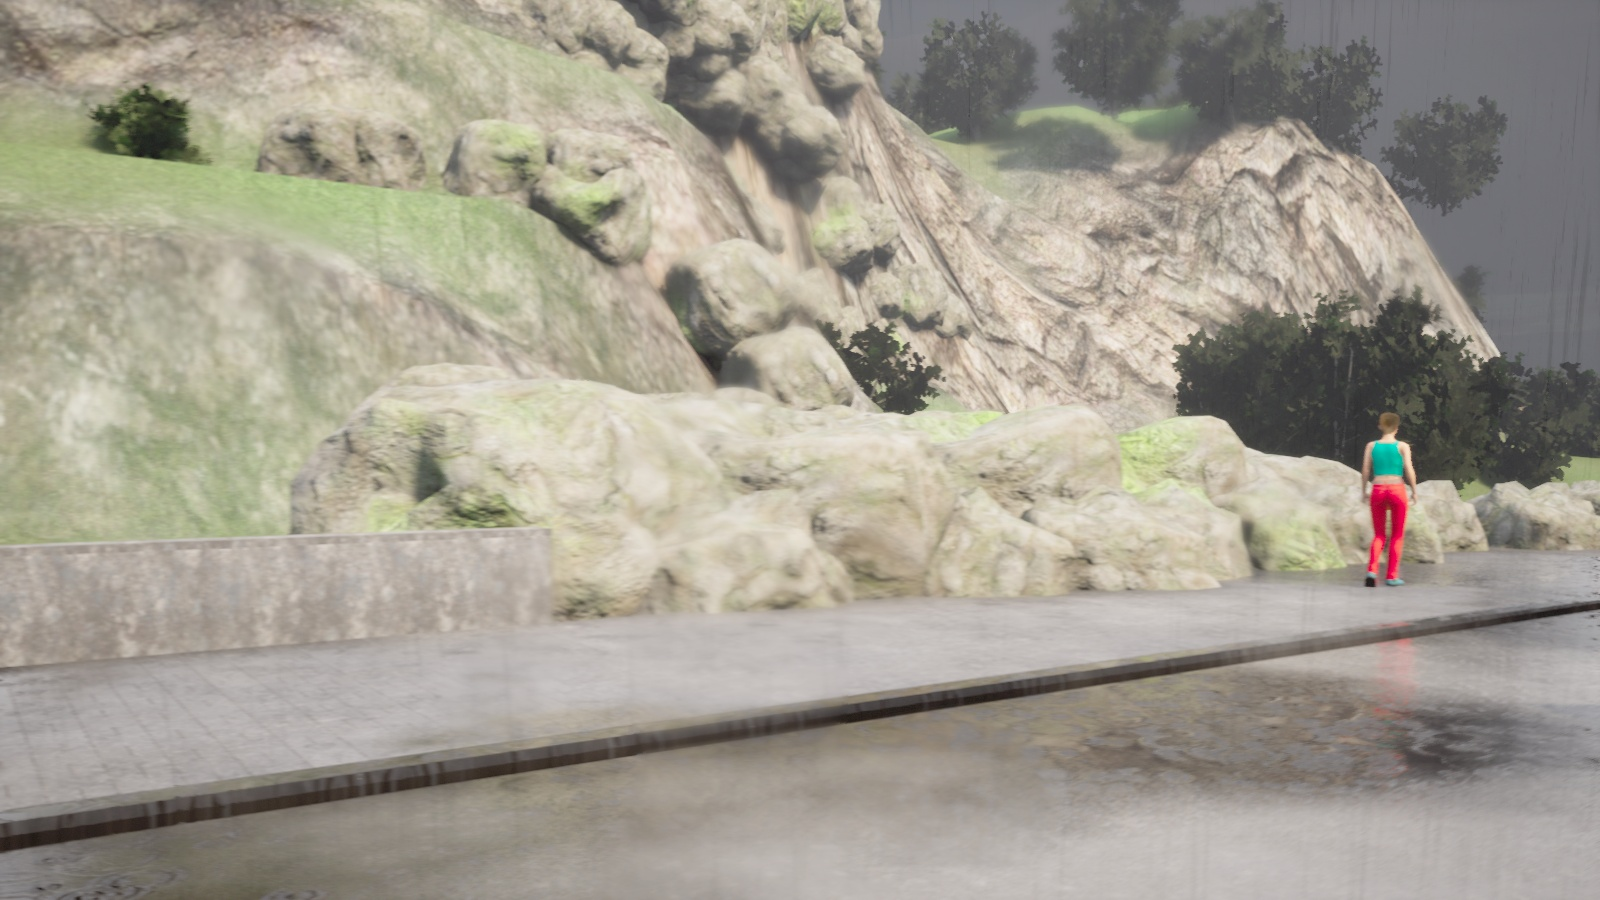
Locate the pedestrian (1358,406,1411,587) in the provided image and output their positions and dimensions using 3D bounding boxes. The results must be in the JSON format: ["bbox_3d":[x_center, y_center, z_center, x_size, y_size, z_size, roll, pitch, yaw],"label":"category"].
[{"bbox_3d":[6.109,0.474,13.116,0.345,1.836,0.594,0,0,41],"label":"pedestrian"}]
